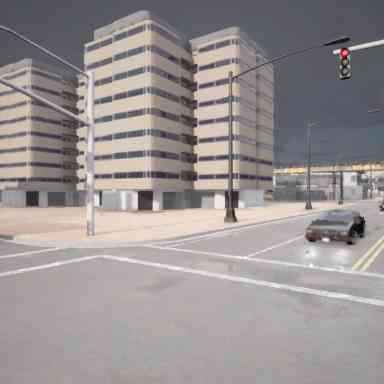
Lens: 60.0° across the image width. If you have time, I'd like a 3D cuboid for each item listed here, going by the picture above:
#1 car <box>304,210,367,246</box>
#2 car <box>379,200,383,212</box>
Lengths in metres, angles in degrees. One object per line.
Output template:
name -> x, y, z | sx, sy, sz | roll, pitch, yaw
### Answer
car -> 6.958, 1.549, 15.687 | 2.033, 1.411, 5.357 | 0, 0, 35
car -> 22.230, 1.506, 37.264 | 1.837, 1.490, 4.892 | 0, 0, 35
